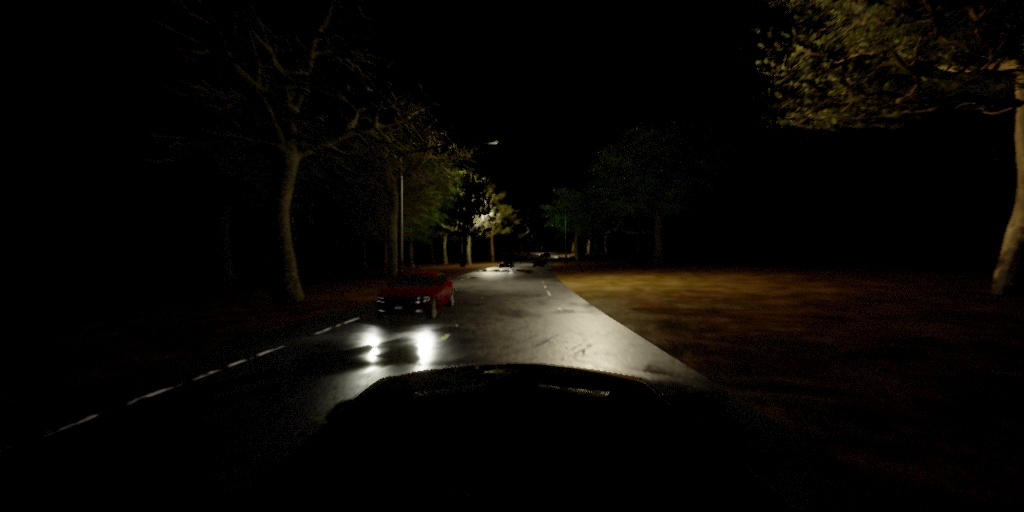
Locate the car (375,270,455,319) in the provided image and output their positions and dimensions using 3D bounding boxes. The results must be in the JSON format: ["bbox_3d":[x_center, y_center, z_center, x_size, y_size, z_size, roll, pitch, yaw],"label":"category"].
[{"bbox_3d":[-3.439,1.325,13.529,1.882,1.535,5.008,0,0,1],"label":"car"}]

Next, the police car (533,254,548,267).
[{"bbox_3d":[4.595,0.996,61.102,1.930,1.638,5.238,0,1,7],"label":"police car"}]

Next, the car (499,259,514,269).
[{"bbox_3d":[-0.782,1.165,54.398,1.837,1.490,4.892,0,1,6],"label":"car"}]
